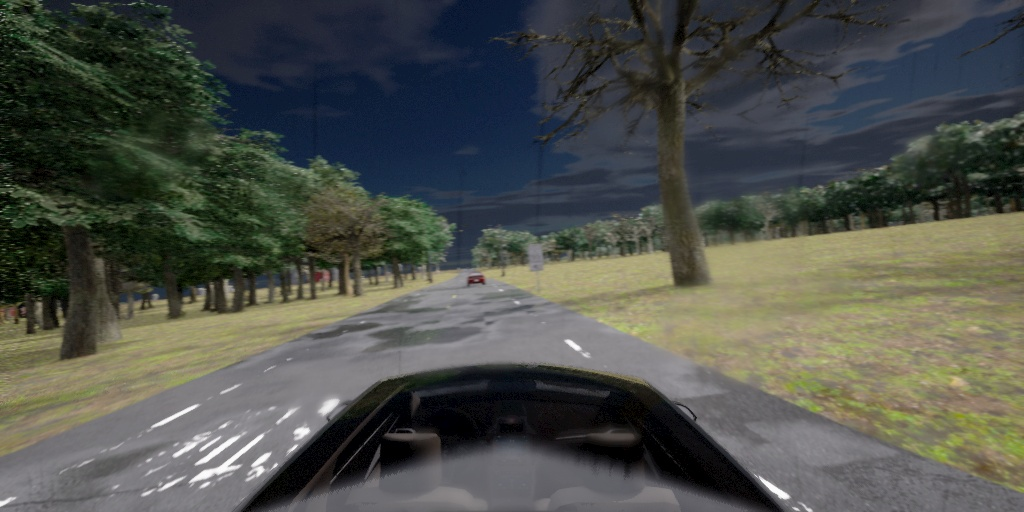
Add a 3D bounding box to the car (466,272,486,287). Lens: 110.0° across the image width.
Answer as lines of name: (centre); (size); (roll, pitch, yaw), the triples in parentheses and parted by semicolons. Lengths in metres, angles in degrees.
car: (-3.961, 2.468, 39.557); (1.882, 1.535, 5.008); (-5, -2, -6)
